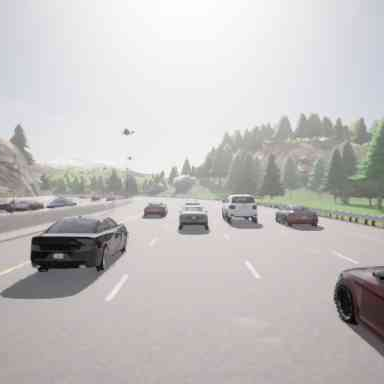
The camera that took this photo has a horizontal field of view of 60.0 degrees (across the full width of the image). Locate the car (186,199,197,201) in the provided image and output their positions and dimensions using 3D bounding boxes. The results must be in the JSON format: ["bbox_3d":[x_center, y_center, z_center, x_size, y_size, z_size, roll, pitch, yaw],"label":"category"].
[{"bbox_3d":[-0.026,1.551,40.955,2.033,1.411,5.357,0,0,-2],"label":"car"}]

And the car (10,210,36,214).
[{"bbox_3d":[-17.624,1.551,35.570,2.033,1.411,5.357,0,0,0],"label":"car"}]

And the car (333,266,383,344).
[{"bbox_3d":[3.600,1.564,4.462,1.994,1.385,4.181,0,0,0],"label":"car"}]

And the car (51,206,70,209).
[{"bbox_3d":[-14.150,1.481,36.128,1.882,1.535,5.008,0,0,-1],"label":"car"}]

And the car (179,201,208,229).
[{"bbox_3d":[0.099,1.549,21.765,2.033,1.411,5.357,0,0,0],"label":"car"}]

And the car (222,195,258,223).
[{"bbox_3d":[3.600,1.224,25.733,2.150,2.045,5.566,0,0,0],"label":"car"}]

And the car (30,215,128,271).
[{"bbox_3d":[-3.401,1.479,10.950,1.882,1.535,5.008,0,0,0],"label":"car"}]

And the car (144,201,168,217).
[{"bbox_3d":[-3.401,1.567,31.790,1.994,1.385,4.181,0,0,0],"label":"car"}]

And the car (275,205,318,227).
[{"bbox_3d":[7.099,1.566,22.983,1.994,1.385,4.181,0,0,0],"label":"car"}]
